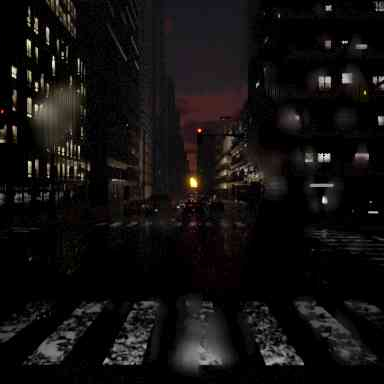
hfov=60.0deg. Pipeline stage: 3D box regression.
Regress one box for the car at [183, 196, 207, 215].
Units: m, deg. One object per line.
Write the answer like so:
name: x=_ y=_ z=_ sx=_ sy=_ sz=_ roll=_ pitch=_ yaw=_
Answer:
car: x=0.166 y=1.483 z=33.811 sx=2.128 sy=1.511 sz=4.902 roll=0 pitch=0 yaw=0

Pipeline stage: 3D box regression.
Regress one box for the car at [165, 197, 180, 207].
car: x=-2.977 y=1.534 z=52.186 sx=2.033 sy=1.411 sz=5.357 roll=0 pitch=0 yaw=0

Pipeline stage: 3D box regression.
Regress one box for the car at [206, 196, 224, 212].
car: x=2.759 y=1.540 z=38.669 sx=2.008 sy=1.369 sz=4.403 roll=-1 pitch=0 yaw=0

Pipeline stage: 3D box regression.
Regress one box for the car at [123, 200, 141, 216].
car: x=-5.634 y=1.516 z=32.863 sx=1.752 sy=1.417 sz=4.829 roll=-1 pitch=0 yaw=0

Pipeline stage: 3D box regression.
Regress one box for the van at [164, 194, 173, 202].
van: x=-5.538 y=1.323 z=78.270 sx=1.690 sy=1.788 sz=3.998 roll=-1 pitch=0 yaw=0

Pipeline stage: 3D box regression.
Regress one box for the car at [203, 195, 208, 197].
car: x=2.832 y=1.423 z=72.597 sx=1.967 sy=1.590 sz=4.097 roll=-1 pitch=0 yaw=0

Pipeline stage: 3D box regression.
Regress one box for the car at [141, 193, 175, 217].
car: x=-3.037 y=1.213 z=31.163 sx=2.150 sy=2.045 sz=5.566 roll=0 pitch=0 yaw=0

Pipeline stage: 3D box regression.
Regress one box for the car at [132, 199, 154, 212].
car: x=-5.621 y=1.555 z=38.687 sx=1.947 sy=1.339 sz=4.313 roll=-1 pitch=0 yaw=0

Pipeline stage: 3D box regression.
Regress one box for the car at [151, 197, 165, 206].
car: x=-5.584 y=1.531 z=55.651 sx=1.887 sy=1.381 sz=4.507 roll=-1 pitch=0 yaw=0

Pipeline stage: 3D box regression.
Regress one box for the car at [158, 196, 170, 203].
car: x=-5.559 y=1.529 z=66.960 sx=1.887 sy=1.381 sz=4.507 roll=-1 pitch=0 yaw=0

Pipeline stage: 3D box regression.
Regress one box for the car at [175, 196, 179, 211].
car: x=-3.006 y=1.210 z=41.642 sx=2.150 sy=2.045 sz=5.566 roll=0 pitch=0 yaw=0
